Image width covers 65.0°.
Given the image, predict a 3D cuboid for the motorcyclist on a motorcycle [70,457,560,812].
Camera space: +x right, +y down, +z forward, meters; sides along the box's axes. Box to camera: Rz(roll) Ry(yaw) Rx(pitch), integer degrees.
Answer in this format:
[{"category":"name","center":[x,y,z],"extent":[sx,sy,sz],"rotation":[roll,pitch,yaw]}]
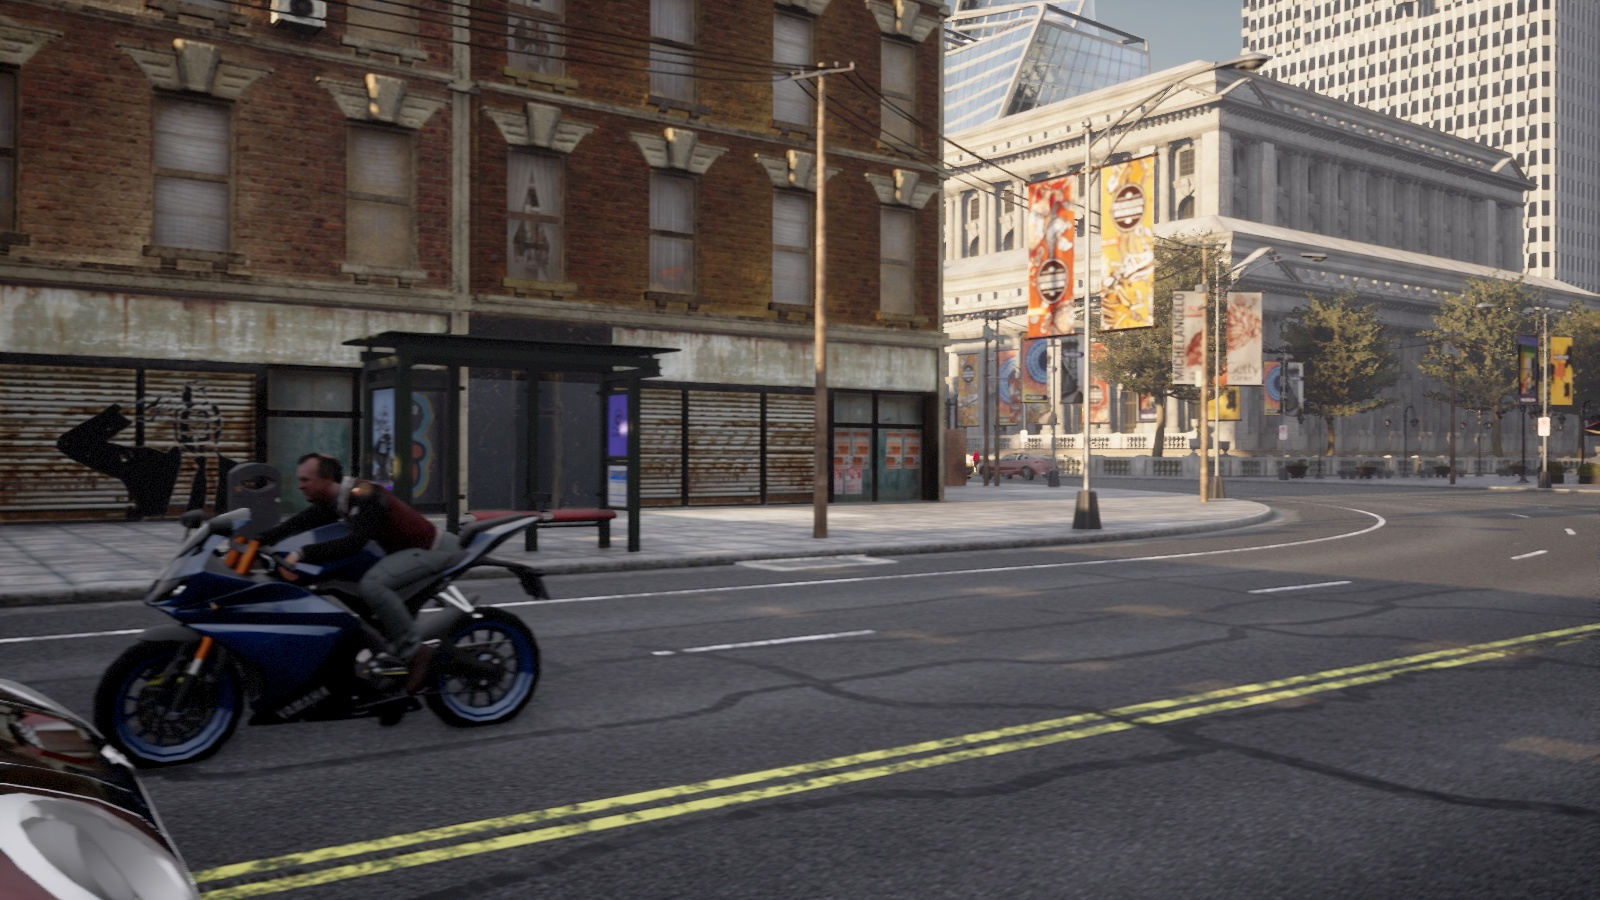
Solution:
[{"category":"motorcyclist on a motorcycle","center":[-2.427,0.803,6.435],"extent":[2.191,1.530,0.866],"rotation":[0,0,-36]}]

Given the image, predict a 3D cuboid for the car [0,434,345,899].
[{"category":"car","center":[-2.815,0.718,1.621],"extent":[3.806,1.475,1.970],"rotation":[0,0,-35]}]

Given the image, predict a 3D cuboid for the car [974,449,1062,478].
[{"category":"car","center":[12.885,0.766,74.502],"extent":[2.152,1.651,5.027],"rotation":[0,0,-38]}]
